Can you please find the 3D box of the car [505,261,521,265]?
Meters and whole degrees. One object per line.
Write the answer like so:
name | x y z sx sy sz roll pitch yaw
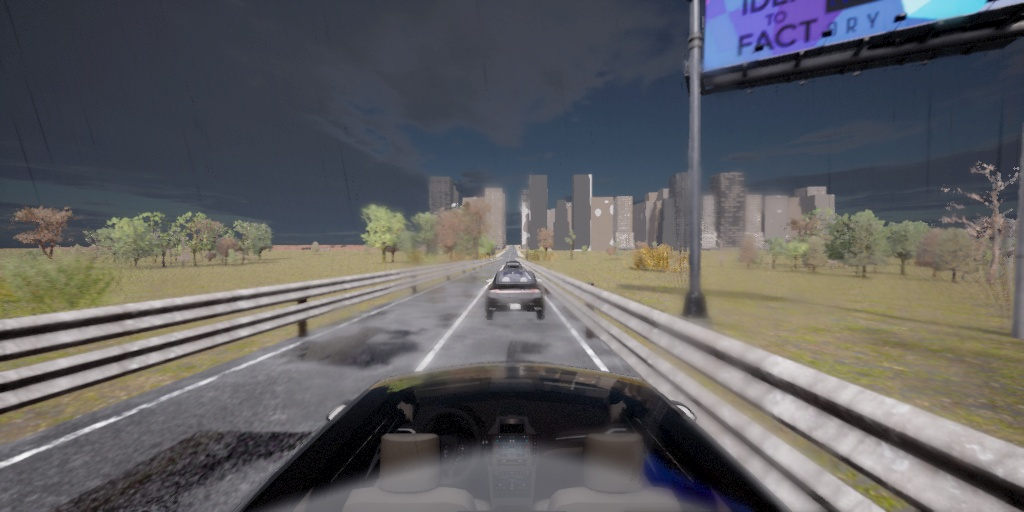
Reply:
car | 0.103 1.244 34.513 1.837 1.490 4.892 0 0 0

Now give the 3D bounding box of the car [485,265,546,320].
car | 0.101 1.238 12.690 2.128 1.511 4.902 0 0 0
